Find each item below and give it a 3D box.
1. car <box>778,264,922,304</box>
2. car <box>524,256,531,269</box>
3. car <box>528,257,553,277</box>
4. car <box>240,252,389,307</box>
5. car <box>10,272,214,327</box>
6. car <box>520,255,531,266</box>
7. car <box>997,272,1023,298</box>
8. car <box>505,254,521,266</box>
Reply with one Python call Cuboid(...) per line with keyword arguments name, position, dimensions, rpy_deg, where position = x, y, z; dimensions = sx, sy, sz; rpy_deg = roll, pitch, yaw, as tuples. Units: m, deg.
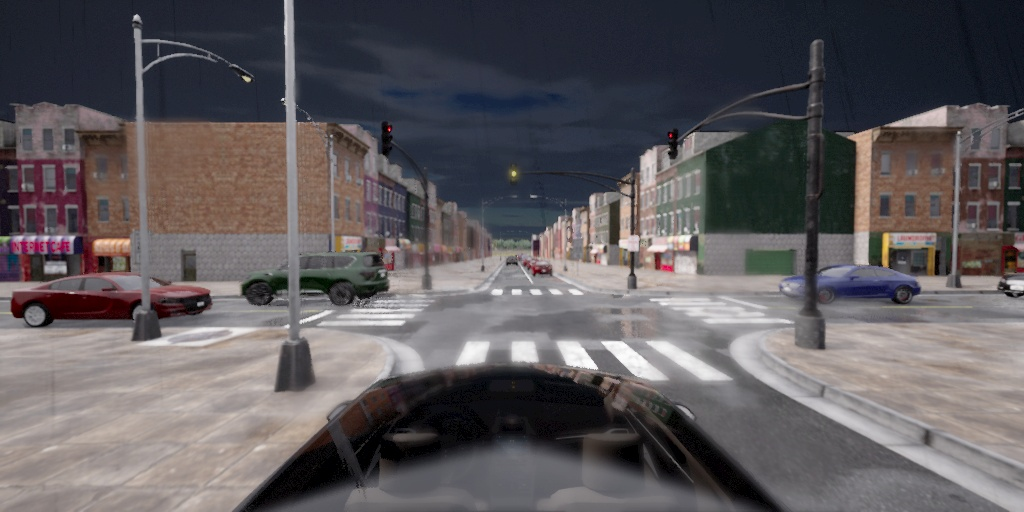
Cuboid(name="car", position=(13.279, 1.062, 14.211), dimensions=(4.674, 1.442, 1.812), rpy_deg=(0, 2, 1))
Cuboid(name="car", position=(2.654, 1.006, 42.817), dimensions=(1.802, 1.307, 4.207), rpy_deg=(0, 0, 0))
Cuboid(name="car", position=(2.650, 1.056, 31.752), dimensions=(1.888, 1.381, 4.507), rpy_deg=(0, 0, 0))
Cuboid(name="car", position=(-7.945, 0.878, 14.723), dimensions=(5.566, 2.045, 2.150), rpy_deg=(0, 1, 3))
Cuboid(name="car", position=(-12.324, 1.263, 11.270), dimensions=(5.008, 1.535, 1.882), rpy_deg=(0, 2, -1))
Cuboid(name="car", position=(2.659, 0.883, 53.881), dimensions=(1.888, 1.381, 4.507), rpy_deg=(0, 0, 0))
Cuboid(name="car", position=(22.441, 0.990, 14.182), dimensions=(4.902, 1.511, 2.128), rpy_deg=(0, 2, 0))
Cuboid(name="car", position=(0.024, 0.823, 56.488), dimensions=(1.837, 1.490, 4.892), rpy_deg=(0, 0, 0))
